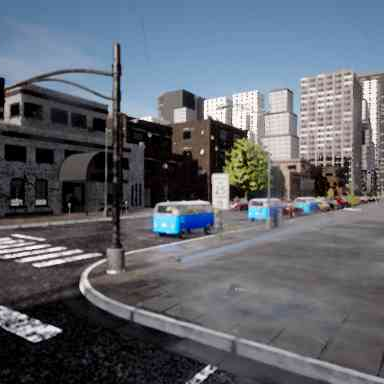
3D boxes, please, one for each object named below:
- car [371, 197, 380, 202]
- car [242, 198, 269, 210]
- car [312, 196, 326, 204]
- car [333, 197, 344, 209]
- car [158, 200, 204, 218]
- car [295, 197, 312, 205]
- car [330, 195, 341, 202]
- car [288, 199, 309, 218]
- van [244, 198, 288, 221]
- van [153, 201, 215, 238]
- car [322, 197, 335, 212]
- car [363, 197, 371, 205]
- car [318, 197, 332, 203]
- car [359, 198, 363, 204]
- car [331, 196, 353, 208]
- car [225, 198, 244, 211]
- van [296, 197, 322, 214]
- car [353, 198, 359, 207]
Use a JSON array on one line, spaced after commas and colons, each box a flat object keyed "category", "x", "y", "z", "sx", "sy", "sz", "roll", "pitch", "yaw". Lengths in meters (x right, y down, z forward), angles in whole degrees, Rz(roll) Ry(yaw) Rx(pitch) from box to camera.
[{"category": "car", "x": 43.996, "y": 1.889, "z": 81.122, "sx": 1.947, "sy": 1.339, "sz": 4.313, "roll": 0, "pitch": 0, "yaw": 35}, {"category": "car", "x": 8.656, "y": 1.611, "z": 45.217, "sx": 1.887, "sy": 1.381, "sz": 4.507, "roll": 0, "pitch": 0, "yaw": 35}, {"category": "car", "x": 27.547, "y": 1.710, "z": 72.225, "sx": 1.752, "sy": 1.417, "sz": 4.829, "roll": 0, "pitch": 0, "yaw": 35}, {"category": "car", "x": 18.677, "y": 1.719, "z": 44.923, "sx": 1.947, "sy": 1.339, "sz": 4.313, "roll": 0, "pitch": 0, "yaw": 35}, {"category": "car", "x": -0.935, "y": 1.540, "z": 31.502, "sx": 1.752, "sy": 1.417, "sz": 4.829, "roll": 0, "pitch": 0, "yaw": 35}, {"category": "car", "x": 21.315, "y": 1.687, "z": 63.315, "sx": 1.887, "sy": 1.381, "sz": 4.507, "roll": 0, "pitch": 0, "yaw": 35}, {"category": "car", "x": 37.139, "y": 1.694, "z": 85.939, "sx": 1.967, "sy": 1.590, "sz": 4.097, "roll": 0, "pitch": 0, "yaw": 35}, {"category": "car", "x": 9.183, "y": 1.645, "z": 31.348, "sx": 1.887, "sy": 1.381, "sz": 4.507, "roll": 0, "pitch": 0, "yaw": 35}, {"category": "van", "x": 6.020, "y": 1.426, "z": 26.824, "sx": 1.690, "sy": 1.788, "sz": 3.998, "roll": 0, "pitch": 0, "yaw": 35}, {"category": "van", "x": -0.310, "y": 1.397, "z": 17.774, "sx": 1.690, "sy": 1.788, "sz": 3.998, "roll": 0, "pitch": 0, "yaw": 35}, {"category": "car", "x": 15.611, "y": 1.661, "z": 40.538, "sx": 1.752, "sy": 1.417, "sz": 4.829, "roll": 0, "pitch": 0, "yaw": 35}, {"category": "car", "x": 34.501, "y": 1.799, "z": 67.547, "sx": 1.887, "sy": 1.381, "sz": 4.507, "roll": 0, "pitch": 0, "yaw": 35}, {"category": "car", "x": 30.808, "y": 1.774, "z": 76.890, "sx": 1.947, "sy": 1.339, "sz": 4.313, "roll": 0, "pitch": 0, "yaw": 35}, {"category": "car", "x": 28.270, "y": 1.738, "z": 58.637, "sx": 1.752, "sy": 1.417, "sz": 4.829, "roll": 0, "pitch": 0, "yaw": 35}, {"category": "car", "x": 21.844, "y": 1.487, "z": 49.448, "sx": 2.192, "sy": 1.841, "sz": 5.009, "roll": 0, "pitch": 0, "yaw": 35}, {"category": "car", "x": 5.493, "y": 1.489, "z": 40.692, "sx": 1.967, "sy": 1.590, "sz": 4.097, "roll": 0, "pitch": 0, "yaw": 35}, {"category": "van", "x": 12.349, "y": 1.459, "z": 35.873, "sx": 1.690, "sy": 1.788, "sz": 3.998, "roll": 0, "pitch": 0, "yaw": 35}, {"category": "car", "x": 25.009, "y": 1.506, "z": 53.973, "sx": 2.192, "sy": 1.841, "sz": 5.009, "roll": 0, "pitch": 0, "yaw": 35}]
